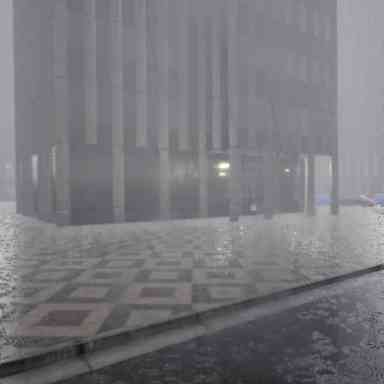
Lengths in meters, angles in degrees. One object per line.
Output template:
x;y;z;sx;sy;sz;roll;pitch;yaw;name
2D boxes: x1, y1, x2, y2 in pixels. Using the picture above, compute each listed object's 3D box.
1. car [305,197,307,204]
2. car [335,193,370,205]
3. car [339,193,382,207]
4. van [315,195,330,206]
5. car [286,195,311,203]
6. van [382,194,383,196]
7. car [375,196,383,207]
17.865;1.394;57.761;1.967;1.590;4.097;-1;1;-36;car
28.025;1.159;58.231;2.192;1.841;5.009;-1;1;-36;car
24.306;1.312;48.781;2.192;1.841;5.009;-1;1;-36;car
21.085;1.316;53.271;1.690;1.788;3.998;-1;1;-36;van
21.490;1.326;67.352;1.752;1.417;4.829;-1;1;-36;car
31.245;1.207;53.741;1.690;1.788;3.998;-1;1;-36;van
27.529;1.570;44.294;2.008;1.369;4.403;-1;1;-36;car
